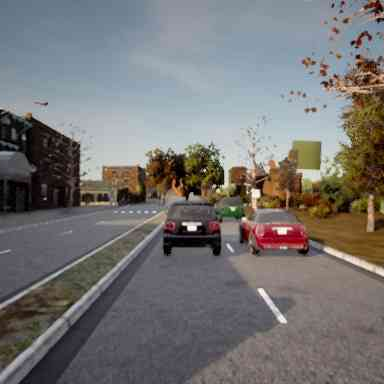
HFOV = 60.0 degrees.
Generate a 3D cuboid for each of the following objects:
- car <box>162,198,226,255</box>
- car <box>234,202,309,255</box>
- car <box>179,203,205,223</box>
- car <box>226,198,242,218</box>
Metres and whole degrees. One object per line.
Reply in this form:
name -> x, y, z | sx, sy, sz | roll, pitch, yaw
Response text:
car -> 0.004, 1.353, 14.039 | 2.150, 2.045, 5.566 | 0, 0, 0
car -> 3.256, 1.487, 14.107 | 2.097, 1.767, 4.553 | 0, -1, 0
car -> 0.012, 1.776, 29.323 | 2.128, 1.511, 4.902 | 0, 0, 0
car -> 3.258, 1.498, 29.047 | 2.150, 2.045, 5.566 | 0, 0, 0
